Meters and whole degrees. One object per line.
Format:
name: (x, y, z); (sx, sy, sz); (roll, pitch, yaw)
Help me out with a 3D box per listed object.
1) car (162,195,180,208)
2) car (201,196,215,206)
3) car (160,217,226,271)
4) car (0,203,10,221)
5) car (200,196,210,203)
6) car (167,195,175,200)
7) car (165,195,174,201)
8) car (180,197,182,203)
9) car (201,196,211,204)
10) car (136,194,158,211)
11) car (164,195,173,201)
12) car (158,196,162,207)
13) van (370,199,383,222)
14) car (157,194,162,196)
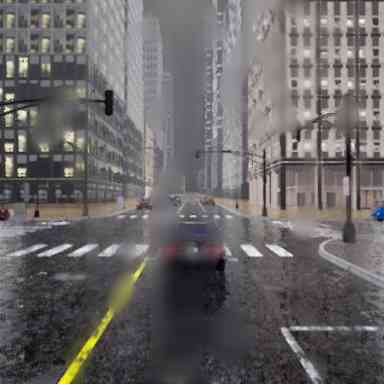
car: (-3.092, 1.504, 49.089); (1.812, 1.442, 4.674); (0, 0, 0)
car: (2.695, 1.560, 52.353); (1.802, 1.307, 4.206); (1, 0, 0)
car: (0.051, 1.543, 10.898); (2.033, 1.411, 5.357); (0, 0, 1)
car: (-16.495, 1.486, 25.718); (4.097, 1.590, 1.967); (0, -1, 0)
car: (2.694, 1.537, 69.086); (1.947, 1.339, 4.313); (1, 0, 0)
car: (-5.690, 1.507, 91.316); (1.887, 1.381, 4.507); (1, 0, 0)
car: (-5.689, 1.515, 85.741); (2.008, 1.369, 4.403); (1, 0, 0)
car: (-3.023, 1.475, 65.431); (1.837, 1.490, 4.892); (0, 0, 0)
car: (2.696, 1.499, 63.679); (1.752, 1.417, 4.829); (1, 0, 0)
car: (-5.680, 1.422, 41.139); (1.967, 1.590, 4.097); (1, 0, 0)
car: (-5.688, 1.511, 80.165); (1.887, 1.381, 4.507); (1, 0, 0)
car: (-5.684, 1.562, 46.715); (1.802, 1.307, 4.206); (1, 0, 0)
van: (15.980, 1.442, 25.651); (3.998, 1.788, 1.690); (0, -1, 0)
car: (-5.679, 1.293, 52.290); (2.192, 1.841, 5.009); (1, 0, 0)
